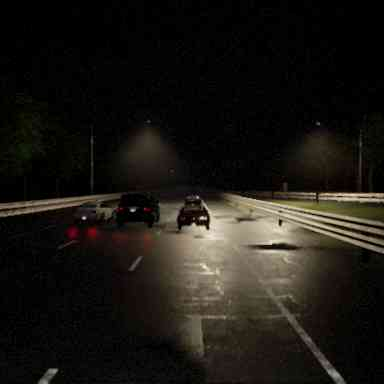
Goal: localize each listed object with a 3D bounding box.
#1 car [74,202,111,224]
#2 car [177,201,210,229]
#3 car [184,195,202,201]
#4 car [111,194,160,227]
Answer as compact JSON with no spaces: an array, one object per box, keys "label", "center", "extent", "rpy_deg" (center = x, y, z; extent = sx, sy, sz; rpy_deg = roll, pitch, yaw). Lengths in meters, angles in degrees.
[{"label":"car","center":[-6.882,1.396,23.570],"extent":[1.812,1.442,4.674],"rpy_deg":[0,1,0]},{"label":"car","center":[0.103,1.502,20.815],"extent":[1.895,1.301,4.718],"rpy_deg":[0,1,0]},{"label":"car","center":[0.107,1.119,38.732],"extent":[2.128,1.511,4.902],"rpy_deg":[0,1,0]},{"label":"car","center":[-3.397,1.113,21.796],"extent":[2.150,2.045,5.566],"rpy_deg":[0,1,0]}]
